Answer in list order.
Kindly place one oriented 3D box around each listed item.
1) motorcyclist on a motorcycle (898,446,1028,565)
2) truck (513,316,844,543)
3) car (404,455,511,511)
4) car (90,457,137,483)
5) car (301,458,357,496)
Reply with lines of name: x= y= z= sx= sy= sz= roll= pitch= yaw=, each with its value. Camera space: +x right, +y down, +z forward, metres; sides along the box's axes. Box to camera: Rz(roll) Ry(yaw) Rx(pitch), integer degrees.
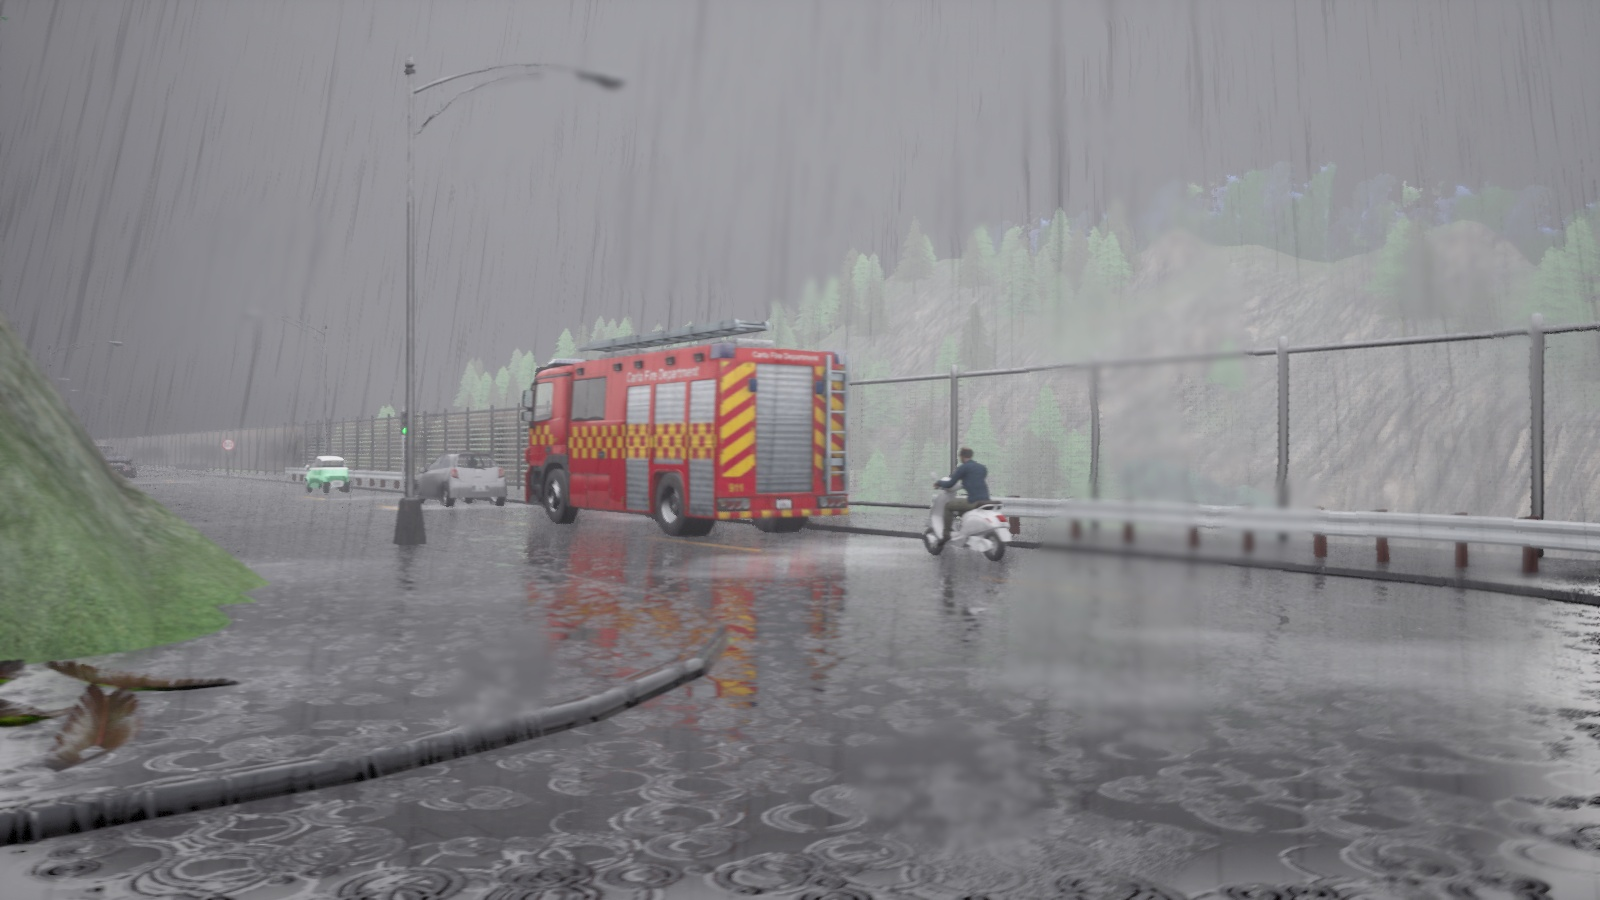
motorcyclist on a motorcycle: x=2.285 y=0.742 z=17.800 sx=0.866 sy=1.590 sz=1.817 roll=0 pitch=0 yaw=-32
truck: x=-2.816 y=-0.339 z=25.435 sx=2.891 sy=3.827 sz=8.468 roll=0 pitch=0 yaw=-35
car: x=-9.763 y=0.887 z=35.608 sx=1.845 sy=1.501 sz=3.633 roll=0 pitch=0 yaw=-34
car: x=-39.177 y=1.120 z=71.639 sx=1.994 sy=1.385 sz=4.181 roll=0 pitch=0 yaw=-34
car: x=-17.759 y=0.983 z=47.329 sx=1.481 sy=1.376 sz=2.207 roll=0 pitch=0 yaw=-34
